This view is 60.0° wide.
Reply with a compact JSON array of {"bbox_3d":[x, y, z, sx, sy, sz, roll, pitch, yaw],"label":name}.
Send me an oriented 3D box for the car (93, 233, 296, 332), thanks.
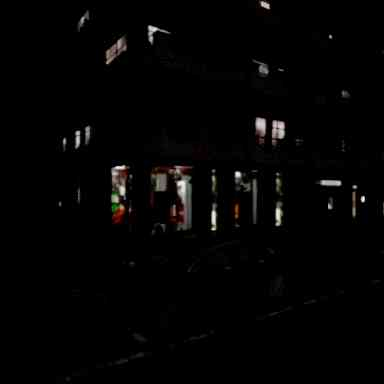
[{"bbox_3d":[0.261,1.559,6.742,4.403,1.369,2.008,0,0,-35],"label":"car"}]
